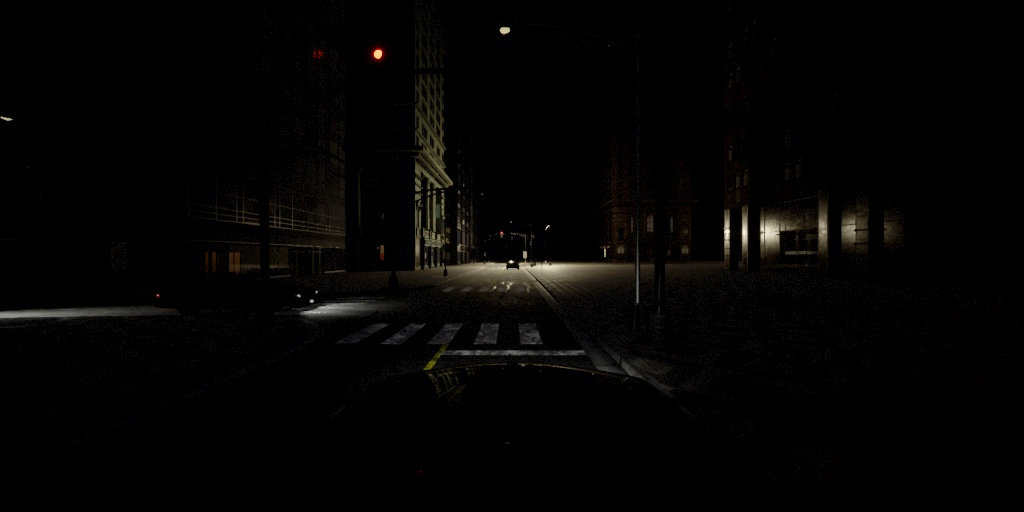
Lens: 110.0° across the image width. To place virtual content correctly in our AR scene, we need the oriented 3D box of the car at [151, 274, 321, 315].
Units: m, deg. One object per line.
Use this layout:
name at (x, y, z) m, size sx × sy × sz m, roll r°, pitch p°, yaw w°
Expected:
car at (-10.570, 1.433, 13.987) m, size 5.357 × 1.411 × 2.033 m, roll -1°, pitch 0°, yaw -4°

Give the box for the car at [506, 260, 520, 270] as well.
car at (0.121, 1.325, 53.391) m, size 1.994 × 1.385 × 4.181 m, roll 0°, pitch 0°, yaw 0°
